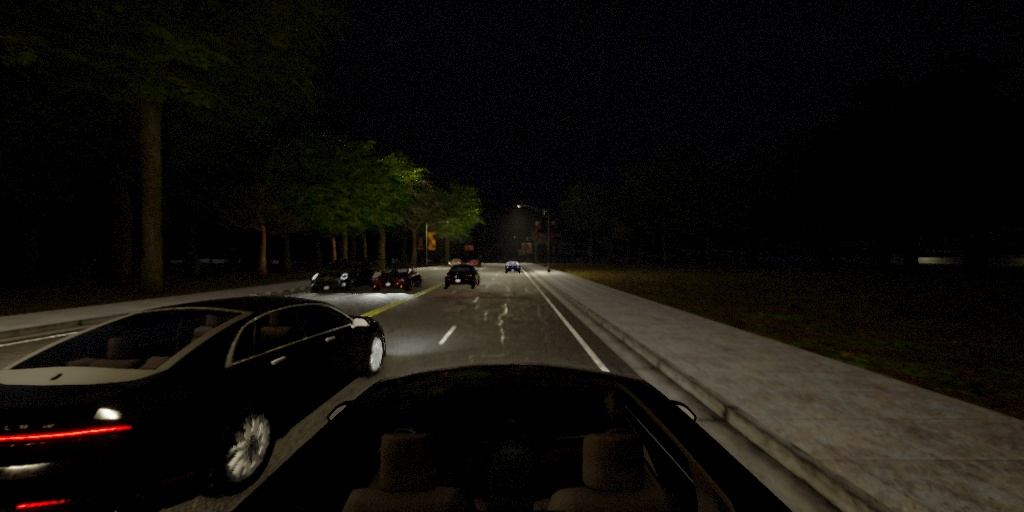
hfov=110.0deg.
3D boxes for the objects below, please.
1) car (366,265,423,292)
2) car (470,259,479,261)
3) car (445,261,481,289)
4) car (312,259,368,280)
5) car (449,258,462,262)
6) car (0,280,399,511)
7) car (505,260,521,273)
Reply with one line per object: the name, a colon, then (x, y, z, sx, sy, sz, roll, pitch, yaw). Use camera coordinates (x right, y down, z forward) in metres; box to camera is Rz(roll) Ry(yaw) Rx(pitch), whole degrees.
car: (-6.600, 1.314, 21.065, 1.994, 1.385, 4.181, 0, 0, 0)
car: (-6.542, 1.314, 62.552, 1.882, 1.535, 5.008, 0, 0, 1)
car: (-3.152, 1.276, 23.154, 1.812, 1.442, 4.674, 0, 0, 0)
car: (-9.849, 1.102, 21.279, 2.097, 1.767, 4.553, 0, 0, 0)
car: (-9.794, 1.191, 62.633, 2.097, 1.767, 4.553, 0, 0, 1)
car: (-3.150, 1.254, 4.466, 1.837, 1.490, 4.892, 0, 0, 0)
car: (0.095, 1.381, 44.664, 1.895, 1.301, 4.718, 0, 0, 0)
